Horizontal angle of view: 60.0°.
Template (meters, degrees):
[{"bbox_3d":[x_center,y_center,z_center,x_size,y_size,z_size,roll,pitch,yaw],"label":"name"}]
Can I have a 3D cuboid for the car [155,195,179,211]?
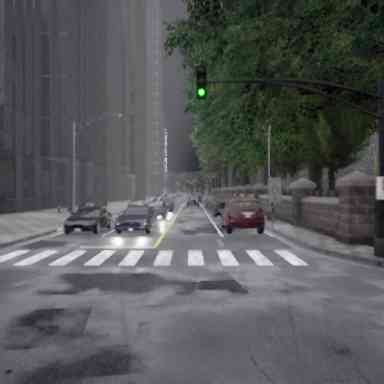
[{"bbox_3d":[-3.062,1.440,39.324,2.128,1.511,4.902,0,0,0],"label":"car"}]

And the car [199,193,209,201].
[{"bbox_3d":[2.819,1.247,78.930,2.192,1.841,5.009,0,0,0],"label":"car"}]

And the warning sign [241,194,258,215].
[{"bbox_3d":[5.089,1.070,29.562,1.300,1.860,1.060,0,0,0],"label":"warning sign"}]

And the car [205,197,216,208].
[{"bbox_3d":[2.788,1.502,35.277,2.008,1.369,4.403,0,0,0],"label":"car"}]

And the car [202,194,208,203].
[{"bbox_3d":[2.796,1.385,46.191,1.967,1.590,4.097,0,0,0],"label":"car"}]

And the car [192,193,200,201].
[{"bbox_3d":[0.961,1.156,85.596,2.150,2.045,5.566,0,0,0],"label":"car"}]

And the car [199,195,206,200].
[{"bbox_3d":[2.826,1.457,90.013,1.752,1.417,4.829,0,0,0],"label":"car"}]

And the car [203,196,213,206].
[{"bbox_3d":[2.792,1.498,40.734,2.008,1.369,4.403,0,0,0],"label":"car"}]

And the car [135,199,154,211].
[{"bbox_3d":[-5.733,1.530,40.733,1.802,1.307,4.206,0,0,0],"label":"car"}]

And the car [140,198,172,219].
[{"bbox_3d":[-3.065,1.480,29.057,1.812,1.442,4.674,0,0,0],"label":"car"}]

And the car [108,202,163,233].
[{"bbox_3d":[-3.087,1.509,19.419,2.033,1.411,5.357,0,0,0],"label":"car"}]

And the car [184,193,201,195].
[{"bbox_3d":[0.132,1.289,58.818,2.097,1.767,4.553,0,0,0],"label":"car"}]

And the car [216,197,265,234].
[{"bbox_3d":[2.777,1.276,18.908,2.192,1.841,5.009,0,0,0],"label":"car"}]

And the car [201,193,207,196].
[{"bbox_3d":[2.800,1.381,51.647,1.967,1.590,4.097,0,0,0],"label":"car"}]

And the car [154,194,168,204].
[{"bbox_3d":[-5.718,1.250,62.561,2.192,1.841,5.009,0,0,0],"label":"car"}]

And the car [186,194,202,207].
[{"bbox_3d":[0.135,1.469,49.056,1.812,1.442,4.674,0,0,0],"label":"car"}]

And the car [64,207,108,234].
[{"bbox_3d":[-5.748,1.527,18.905,1.947,1.339,4.313,0,0,0],"label":"car"}]

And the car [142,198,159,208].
[{"bbox_3d":[-5.729,1.526,46.190,1.802,1.307,4.206,0,0,0],"label":"car"}]

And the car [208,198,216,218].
[{"bbox_3d":[2.784,1.520,29.821,1.947,1.339,4.313,0,0,0],"label":"car"}]

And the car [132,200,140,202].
[{"bbox_3d":[-5.737,1.502,35.276,2.008,1.369,4.403,0,0,0],"label":"car"}]

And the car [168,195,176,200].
[{"bbox_3d":[-5.695,1.476,95.304,1.887,1.381,4.507,0,0,0],"label":"car"}]

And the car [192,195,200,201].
[{"bbox_3d":[0.957,1.438,79.566,1.837,1.490,4.892,0,0,0],"label":"car"}]

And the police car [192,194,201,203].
[{"bbox_3d":[0.950,1.359,69.675,1.930,1.638,5.238,0,0,0],"label":"police car"}]
